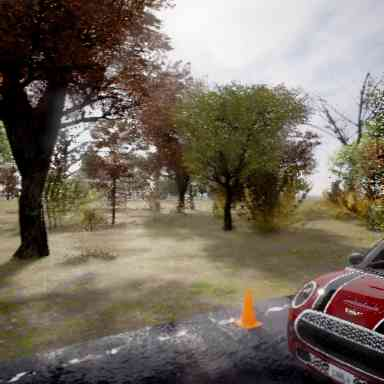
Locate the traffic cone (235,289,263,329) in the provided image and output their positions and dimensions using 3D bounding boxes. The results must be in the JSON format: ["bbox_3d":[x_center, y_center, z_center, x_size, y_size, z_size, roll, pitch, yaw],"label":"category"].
[{"bbox_3d":[0.978,1.968,5.709,0.340,0.580,0.340,1,0,-32],"label":"traffic cone"}]

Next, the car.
[{"bbox_3d":[3.509,1.385,4.740,4.553,1.767,2.097,1,0,-32],"label":"car"}]
